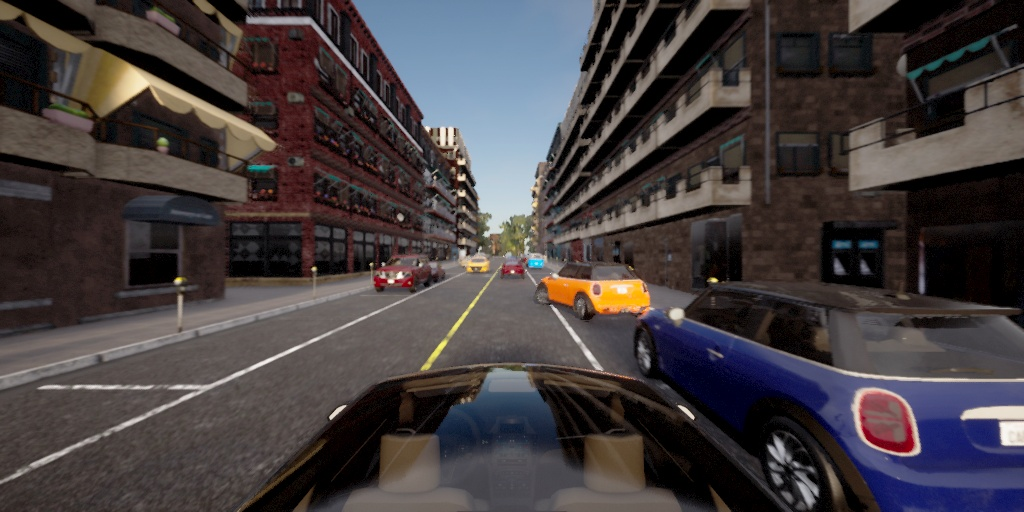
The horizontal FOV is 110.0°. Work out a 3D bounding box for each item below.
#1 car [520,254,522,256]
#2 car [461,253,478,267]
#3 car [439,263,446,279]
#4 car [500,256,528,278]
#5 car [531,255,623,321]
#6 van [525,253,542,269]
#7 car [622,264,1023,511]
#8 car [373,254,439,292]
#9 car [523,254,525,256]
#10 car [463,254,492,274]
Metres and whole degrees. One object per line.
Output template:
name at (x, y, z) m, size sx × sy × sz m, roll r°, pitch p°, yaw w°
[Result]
car at (0.071, 0.728, 45.628) m, size 1.812 × 1.442 × 4.674 m, roll 0°, pitch 1°, yaw 0°
car at (-5.702, 0.708, 47.033) m, size 1.751 × 1.417 × 4.829 m, roll 0°, pitch 0°, yaw 0°
car at (-5.696, 1.042, 24.921) m, size 1.802 × 1.307 × 4.207 m, roll 0°, pitch 0°, yaw 0°
car at (0.060, 0.944, 28.264) m, size 1.812 × 1.442 × 4.674 m, roll 0°, pitch 1°, yaw 0°
car at (2.502, 0.971, 12.210) m, size 2.097 × 1.767 × 4.553 m, roll 0°, pitch 1°, yaw -17°
van at (2.683, 0.593, 41.595) m, size 1.690 × 1.789 × 3.998 m, roll 0°, pitch 0°, yaw 0°
car at (3.112, 1.070, 4.301) m, size 2.097 × 1.767 × 4.553 m, roll 0°, pitch 1°, yaw 0°
car at (-5.694, 0.845, 19.350) m, size 2.192 × 1.841 × 5.009 m, roll 0°, pitch 0°, yaw 0°
car at (2.686, 0.709, 47.336) m, size 1.751 × 1.417 × 4.829 m, roll 0°, pitch 0°, yaw 0°
car at (-3.097, 0.830, 33.552) m, size 1.882 × 1.535 × 5.008 m, roll 0°, pitch 1°, yaw 0°
